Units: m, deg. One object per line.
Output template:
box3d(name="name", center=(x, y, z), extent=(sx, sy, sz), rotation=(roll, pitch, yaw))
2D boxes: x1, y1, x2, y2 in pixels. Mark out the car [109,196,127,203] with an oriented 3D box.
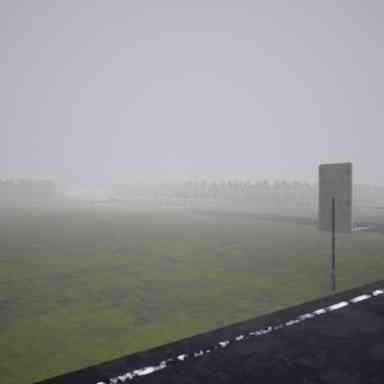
box3d(name="car", center=(-14.450, 1.402, 64.269), extent=(1.895, 1.301, 4.718), rotation=(1, 0, -36))
